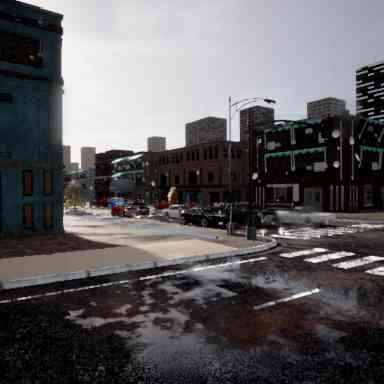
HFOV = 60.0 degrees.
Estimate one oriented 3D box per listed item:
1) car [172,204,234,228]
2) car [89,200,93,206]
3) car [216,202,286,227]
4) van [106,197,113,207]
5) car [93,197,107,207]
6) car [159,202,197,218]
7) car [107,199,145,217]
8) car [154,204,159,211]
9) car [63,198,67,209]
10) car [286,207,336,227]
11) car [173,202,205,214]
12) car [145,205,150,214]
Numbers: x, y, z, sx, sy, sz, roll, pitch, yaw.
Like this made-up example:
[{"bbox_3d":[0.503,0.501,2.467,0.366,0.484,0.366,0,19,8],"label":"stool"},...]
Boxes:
[{"bbox_3d":[0.713,1.811,24.563,1.947,1.339,4.313,-2,0,-35],"label":"car"},{"bbox_3d":[-19.594,2.222,67.891,1.887,1.381,4.507,-1,0,-35],"label":"car"},{"bbox_3d":[4.189,1.543,24.246,2.097,1.767,4.553,-1,0,-34],"label":"car"},{"bbox_3d":[-13.195,1.901,58.861,1.690,1.788,3.998,-1,0,-35],"label":"van"},{"bbox_3d":[-16.398,1.934,63.376,2.192,1.841,5.009,-1,0,-35],"label":"car"},{"bbox_3d":[-0.906,1.894,31.549,1.895,1.301,4.718,-1,0,-35],"label":"car"},{"bbox_3d":[-7.219,1.843,35.952,1.967,1.590,4.097,-2,0,-35],"label":"car"},{"bbox_3d":[-3.582,1.960,45.317,1.802,1.307,4.206,-2,0,-35],"label":"car"},{"bbox_3d":[-23.128,2.229,58.388,1.752,1.417,4.829,-1,0,-35],"label":"car"},{"bbox_3d":[7.802,1.740,24.262,1.895,1.301,4.718,-1,0,-38],"label":"car"},{"bbox_3d":[-0.381,1.898,40.802,1.802,1.307,4.206,-2,0,-35],"label":"car"},{"bbox_3d":[-6.814,1.914,39.890,1.837,1.490,4.892,-1,0,-35],"label":"car"}]
